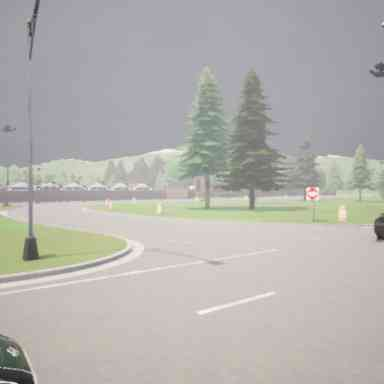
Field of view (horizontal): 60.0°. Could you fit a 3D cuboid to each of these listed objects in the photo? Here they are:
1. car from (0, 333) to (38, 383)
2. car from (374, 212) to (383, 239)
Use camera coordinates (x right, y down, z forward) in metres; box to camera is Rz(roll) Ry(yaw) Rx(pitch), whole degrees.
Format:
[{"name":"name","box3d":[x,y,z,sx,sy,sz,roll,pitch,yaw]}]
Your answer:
[{"name":"car","box3d":[-3.116,1.361,1.522,4.553,1.767,2.097,0,0,-36]},{"name":"car","box3d":[10.282,1.414,15.381,4.892,1.490,1.837,0,0,-35]}]
